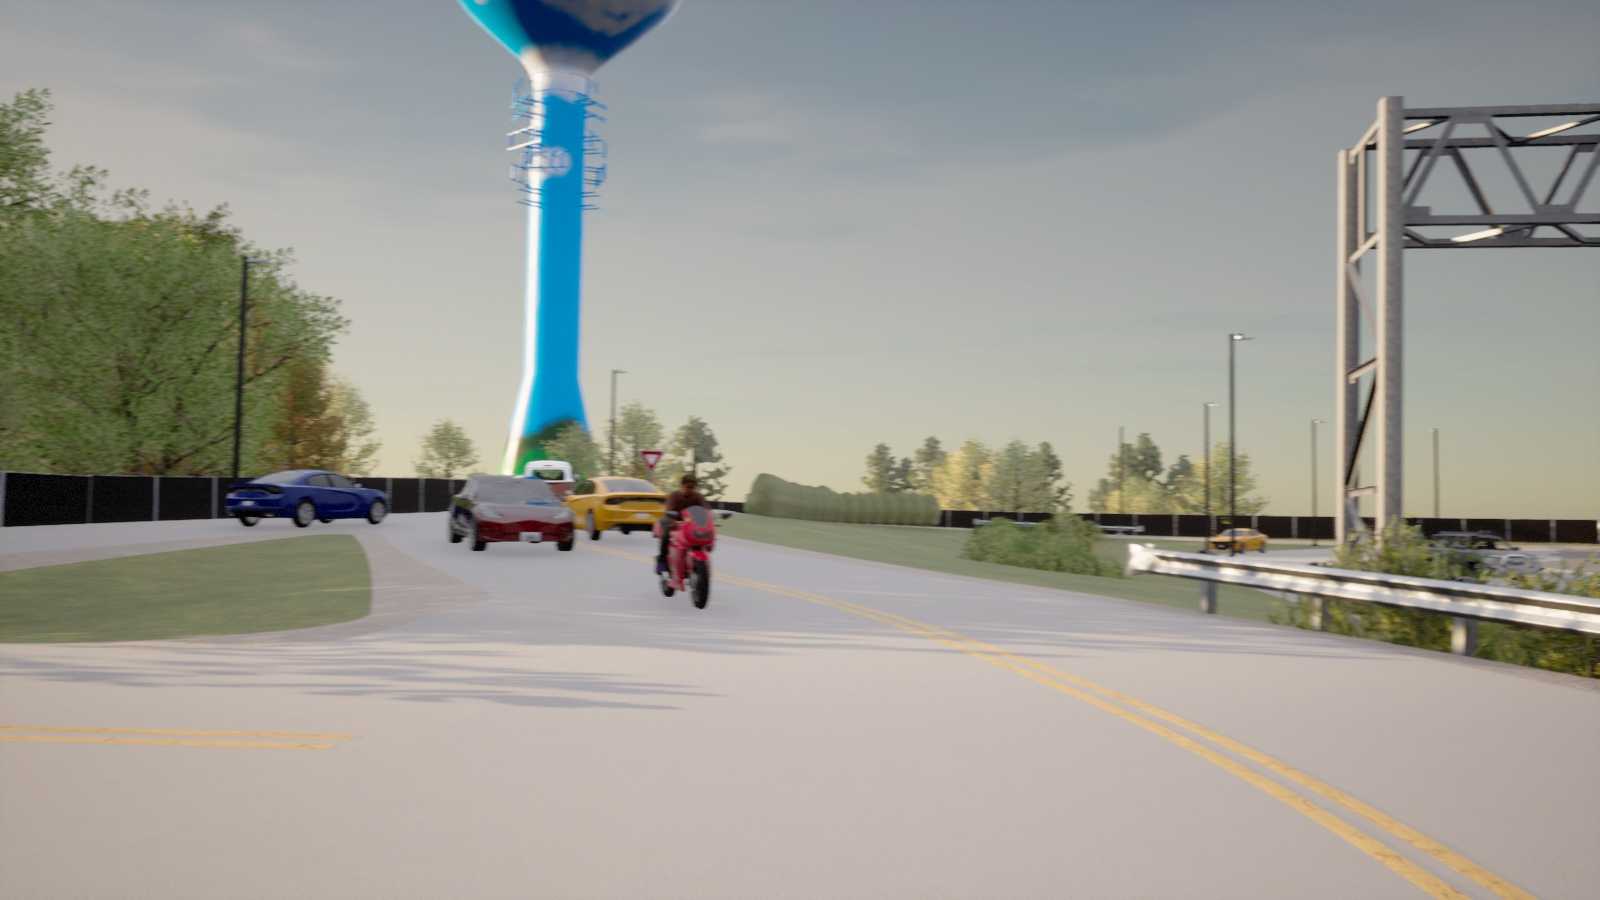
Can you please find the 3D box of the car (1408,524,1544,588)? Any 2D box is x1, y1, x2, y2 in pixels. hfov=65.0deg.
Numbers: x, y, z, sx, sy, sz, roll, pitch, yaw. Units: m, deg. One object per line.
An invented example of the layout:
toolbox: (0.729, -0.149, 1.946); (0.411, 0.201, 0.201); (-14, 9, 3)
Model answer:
car: (21.714, 3.356, 40.558); (1.932, 1.855, 4.605); (1, -2, 1)

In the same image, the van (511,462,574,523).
van: (-9.095, 1.493, 44.632); (2.069, 2.038, 4.480); (0, -1, -10)

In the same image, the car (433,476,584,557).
car: (-6.103, 1.303, 25.830); (2.163, 1.488, 4.792); (2, -2, -23)

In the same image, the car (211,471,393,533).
car: (-13.355, 1.390, 34.073); (1.882, 1.535, 5.008); (0, -2, 17)

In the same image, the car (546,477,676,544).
car: (-4.779, 1.442, 31.143); (1.882, 1.535, 5.008); (1, -2, -24)

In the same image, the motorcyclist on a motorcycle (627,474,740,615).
motorcyclist on a motorcycle: (-1.399, 1.053, 14.733); (0.797, 1.523, 2.044); (1, -1, -20)

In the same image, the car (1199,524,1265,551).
car: (26.022, 5.252, 75.551); (1.882, 1.535, 5.008); (-4, -4, 41)
